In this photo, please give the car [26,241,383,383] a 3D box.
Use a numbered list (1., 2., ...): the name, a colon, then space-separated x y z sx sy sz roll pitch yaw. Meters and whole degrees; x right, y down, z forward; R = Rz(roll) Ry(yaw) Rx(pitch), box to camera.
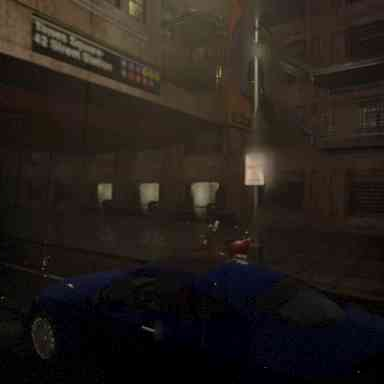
1. car: -0.119 1.506 4.077 4.674 1.442 1.812 1 0 35
